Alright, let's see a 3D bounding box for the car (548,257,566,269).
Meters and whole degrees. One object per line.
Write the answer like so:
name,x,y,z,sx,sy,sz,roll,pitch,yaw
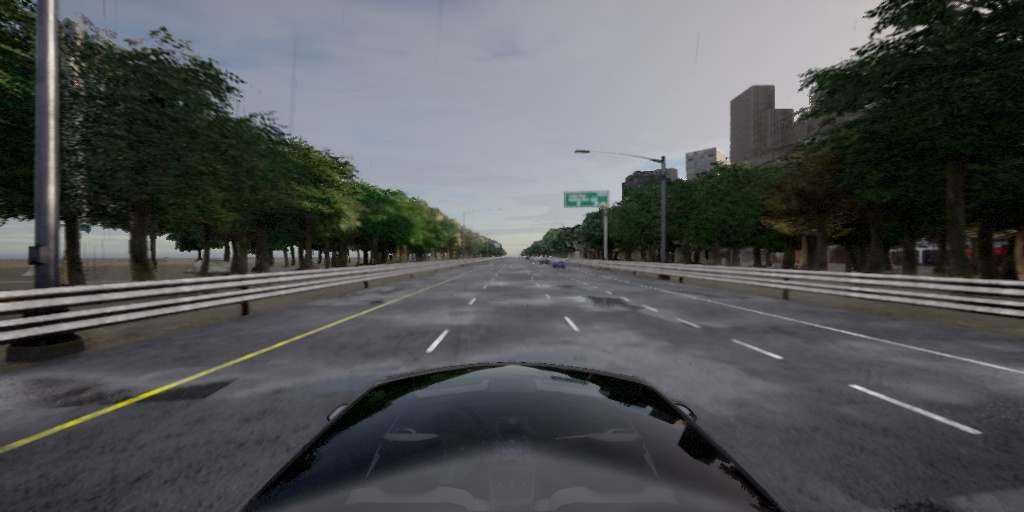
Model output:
car,7.178,1.204,55.962,1.882,1.535,5.008,0,0,0
